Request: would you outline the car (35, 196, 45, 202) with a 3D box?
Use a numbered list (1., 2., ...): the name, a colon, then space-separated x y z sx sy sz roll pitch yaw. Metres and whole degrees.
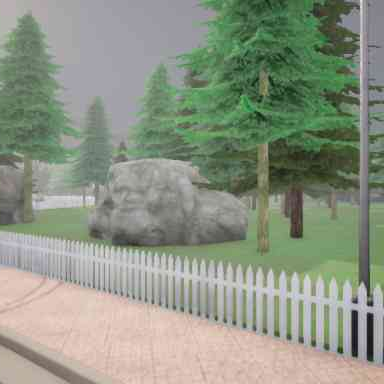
1. car: -32.979 1.481 72.109 2.033 1.411 5.357 0 0 -28
